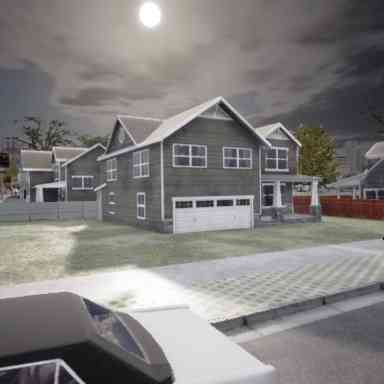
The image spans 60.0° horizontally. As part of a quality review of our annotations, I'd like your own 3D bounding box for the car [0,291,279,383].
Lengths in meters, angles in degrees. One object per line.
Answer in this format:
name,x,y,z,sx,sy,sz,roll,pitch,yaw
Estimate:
car,-1.778,1.609,2.425,4.718,1.301,1.895,0,0,-26
